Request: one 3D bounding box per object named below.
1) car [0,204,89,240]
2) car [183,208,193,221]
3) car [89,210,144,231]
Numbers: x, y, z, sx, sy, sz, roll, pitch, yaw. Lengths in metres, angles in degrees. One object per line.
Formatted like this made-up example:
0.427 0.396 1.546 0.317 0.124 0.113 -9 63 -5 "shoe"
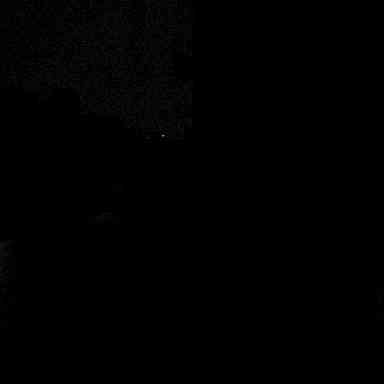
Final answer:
-8.868 1.628 19.195 2.192 1.841 5.009 -1 -2 36 "car"
0.828 2.185 32.705 1.947 1.339 4.313 -1 -2 36 "car"
-5.537 1.944 23.834 1.752 1.417 4.829 -1 -2 36 "car"
